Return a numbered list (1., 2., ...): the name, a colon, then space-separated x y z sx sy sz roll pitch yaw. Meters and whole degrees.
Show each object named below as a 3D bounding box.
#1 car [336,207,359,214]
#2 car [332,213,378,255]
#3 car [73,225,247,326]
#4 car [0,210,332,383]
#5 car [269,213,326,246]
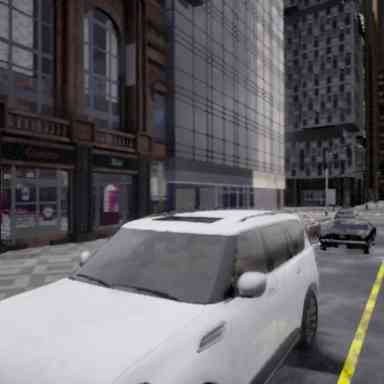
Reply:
1. car: 14.931 2.095 31.914 1.947 1.339 4.313 -1 -1 33
2. car: 7.105 1.857 14.921 1.895 1.301 4.718 -1 -1 33
3. car: -0.427 1.693 8.212 1.887 1.381 4.507 -1 -1 33
4. car: 0.054 1.300 4.227 2.150 2.045 5.566 -1 -1 33
5. car: 5.716 1.887 17.692 1.802 1.307 4.206 -1 -1 33
